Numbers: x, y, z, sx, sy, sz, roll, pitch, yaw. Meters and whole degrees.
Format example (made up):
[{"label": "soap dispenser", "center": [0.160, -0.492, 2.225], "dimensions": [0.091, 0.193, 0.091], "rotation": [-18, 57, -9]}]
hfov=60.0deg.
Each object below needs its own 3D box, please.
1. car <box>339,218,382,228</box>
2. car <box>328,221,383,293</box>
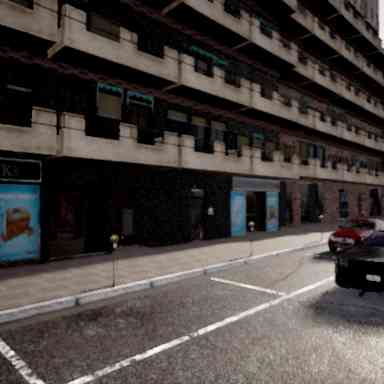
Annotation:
[{"label": "car", "center": [7.401, 1.807, 14.302], "dimensions": [4.206, 1.307, 1.802], "rotation": [0, -1, -44]}, {"label": "car", "center": [5.363, 1.690, 8.612], "dimensions": [4.181, 1.385, 1.994], "rotation": [1, -2, -44]}]
